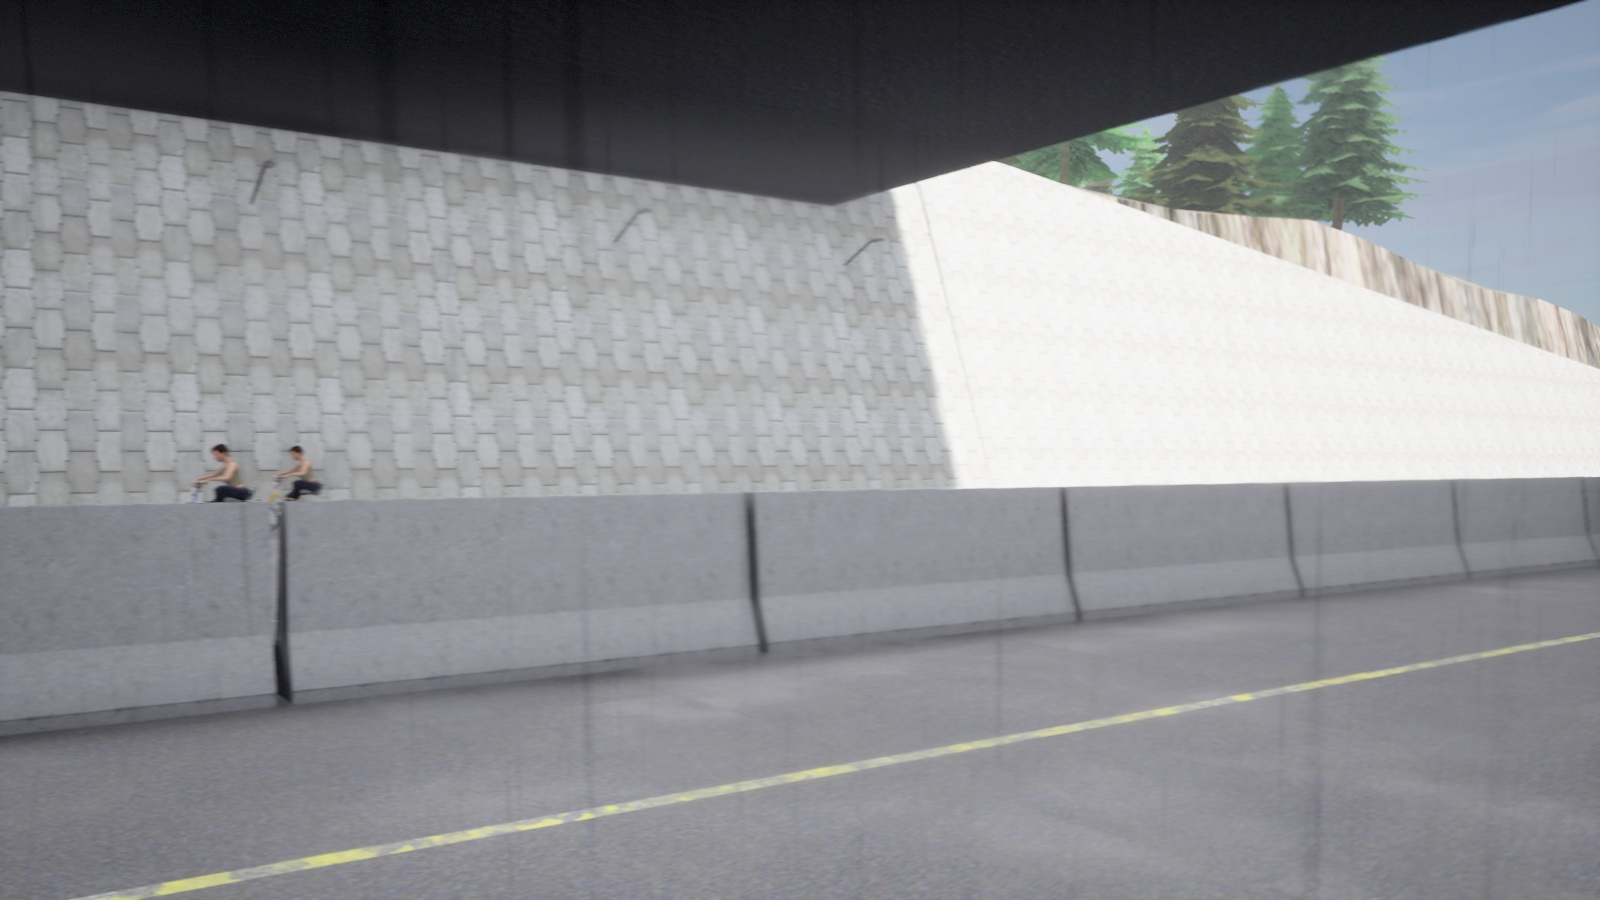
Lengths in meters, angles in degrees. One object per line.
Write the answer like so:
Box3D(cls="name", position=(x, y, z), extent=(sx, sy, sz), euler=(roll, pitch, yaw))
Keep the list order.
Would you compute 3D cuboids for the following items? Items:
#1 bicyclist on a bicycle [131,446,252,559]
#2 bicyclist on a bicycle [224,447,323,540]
Box3D(cls="bicyclist on a bicycle", position=(-9.046, 0.747, 18.680), extent=(1.509, 1.612, 0.866), euler=(0, 0, -35))
Box3D(cls="bicyclist on a bicycle", position=(-9.488, 0.757, 22.638), extent=(1.509, 1.612, 0.866), euler=(0, 0, -35))
